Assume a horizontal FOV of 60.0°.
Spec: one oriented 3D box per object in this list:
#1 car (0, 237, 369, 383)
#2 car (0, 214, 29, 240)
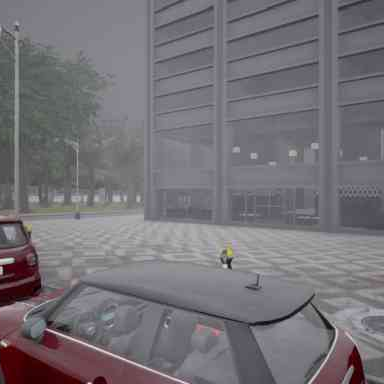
[{"bbox_3d":[-0.551,1.440,3.351,4.097,1.590,1.967,0,0,35],"label":"car"},{"bbox_3d":[-4.984,1.315,6.501,5.009,1.841,2.192,0,0,35],"label":"car"}]
